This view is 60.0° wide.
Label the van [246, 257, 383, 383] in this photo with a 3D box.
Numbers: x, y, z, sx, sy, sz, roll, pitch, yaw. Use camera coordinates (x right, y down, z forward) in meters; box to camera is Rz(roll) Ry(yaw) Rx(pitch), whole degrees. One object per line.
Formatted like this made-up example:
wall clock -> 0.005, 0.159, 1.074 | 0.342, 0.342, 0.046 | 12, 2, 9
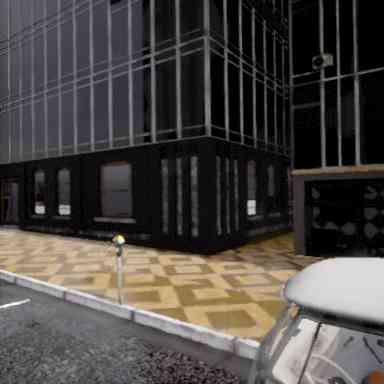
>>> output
van -> 2.113, 1.344, 1.390 | 3.998, 1.788, 1.690 | 0, -1, 35
